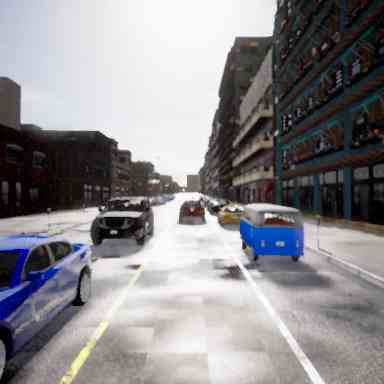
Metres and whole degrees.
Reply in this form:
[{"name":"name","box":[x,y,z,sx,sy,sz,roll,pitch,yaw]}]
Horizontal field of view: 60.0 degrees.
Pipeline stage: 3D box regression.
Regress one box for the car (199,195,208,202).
[{"name":"car","box":[2.708,1.483,78.998,1.967,1.590,4.097,1,0,0]}]

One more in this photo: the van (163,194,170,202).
[{"name":"van","box":[-5.671,1.385,62.215,1.690,1.788,3.998,1,0,0]}]

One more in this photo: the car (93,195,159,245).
[{"name":"car","box":[-3.084,1.242,15.941,2.150,2.045,5.566,0,0,0]}]

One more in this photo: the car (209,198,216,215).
[{"name":"car","box":[2.703,1.601,34.353,1.947,1.339,4.313,1,0,0]}]

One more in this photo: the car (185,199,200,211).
[{"name":"car","box":[0.067,1.640,42.741,1.895,1.301,4.718,0,0,0]}]

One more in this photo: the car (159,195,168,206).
[{"name":"car","box":[-5.676,1.609,56.634,1.947,1.339,4.313,1,0,0]}]

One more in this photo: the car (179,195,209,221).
[{"name":"car","box":[0.022,1.383,27.286,2.097,1.767,4.553,0,0,0]}]

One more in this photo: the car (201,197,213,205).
[{"name":"car","box":[2.705,1.595,62.257,2.008,1.369,4.403,1,0,0]}]

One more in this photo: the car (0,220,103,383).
[{"name":"car","box":[-3.086,1.485,5.249,1.882,1.535,5.008,0,0,0]}]

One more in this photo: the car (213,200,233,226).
[{"name":"car","box":[2.703,1.553,23.360,1.752,1.417,4.829,1,0,0]}]

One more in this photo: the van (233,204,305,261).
[{"name":"van","box":[2.705,1.357,12.030,1.690,1.788,3.998,1,0,0]}]

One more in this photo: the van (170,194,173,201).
[{"name":"van","box":[-5.671,1.385,73.375,1.690,1.788,3.998,1,0,0]}]

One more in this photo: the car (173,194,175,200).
[{"name":"car","box":[-5.674,1.586,84.536,1.887,1.381,4.507,1,0,0]}]

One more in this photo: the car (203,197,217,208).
[{"name":"car","box":[2.705,1.586,51.095,1.887,1.381,4.507,1,0,0]}]

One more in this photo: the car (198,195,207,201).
[{"name":"car","box":[2.706,1.592,84.578,2.008,1.369,4.403,1,0,0]}]
